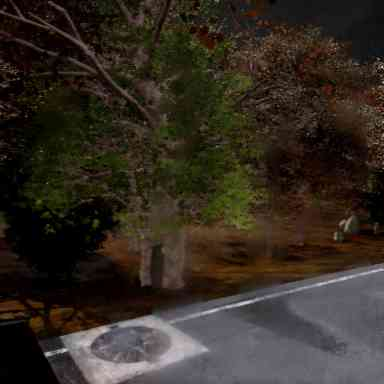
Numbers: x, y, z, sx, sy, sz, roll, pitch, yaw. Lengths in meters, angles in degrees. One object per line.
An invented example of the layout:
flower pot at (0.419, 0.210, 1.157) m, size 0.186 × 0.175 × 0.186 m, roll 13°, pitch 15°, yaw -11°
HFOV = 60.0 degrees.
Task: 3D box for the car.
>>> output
car at (-3.242, 1.611, 1.691) m, size 4.718 × 1.301 × 1.895 m, roll 0°, pitch 0°, yaw -35°
